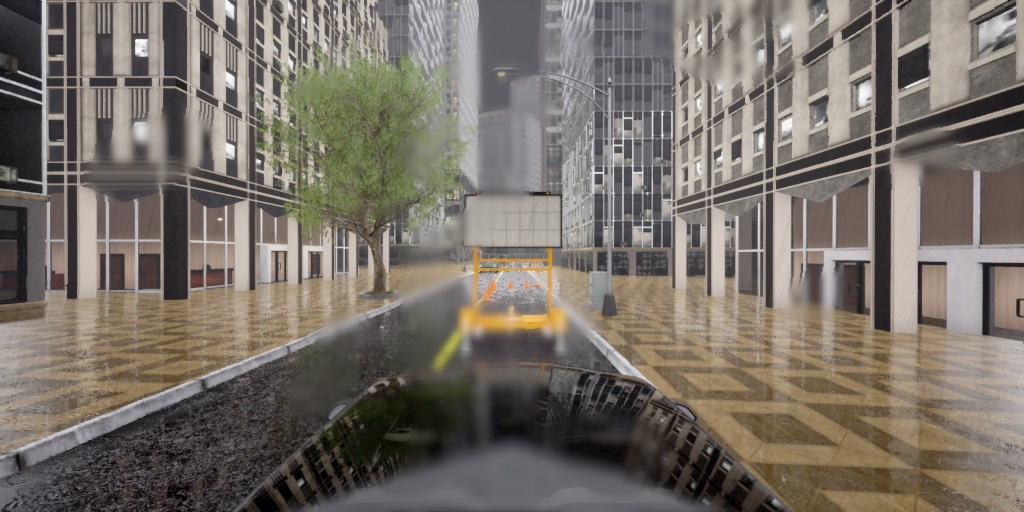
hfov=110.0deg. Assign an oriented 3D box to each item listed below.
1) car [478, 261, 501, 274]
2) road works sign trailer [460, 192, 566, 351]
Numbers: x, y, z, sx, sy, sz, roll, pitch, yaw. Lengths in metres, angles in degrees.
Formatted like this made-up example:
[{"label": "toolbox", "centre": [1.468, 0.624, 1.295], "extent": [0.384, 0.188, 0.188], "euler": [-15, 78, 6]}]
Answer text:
[{"label": "car", "centre": [-2.692, 1.133, 41.757], "extent": [2.097, 1.767, 4.553], "euler": [0, 0, 0]}, {"label": "road works sign trailer", "centre": [0.032, 0.214, 8.949], "extent": [2.380, 3.560, 2.880], "euler": [0, 0, 0]}]
